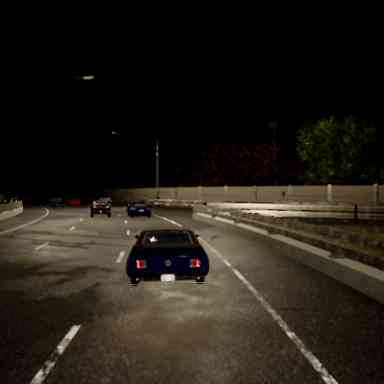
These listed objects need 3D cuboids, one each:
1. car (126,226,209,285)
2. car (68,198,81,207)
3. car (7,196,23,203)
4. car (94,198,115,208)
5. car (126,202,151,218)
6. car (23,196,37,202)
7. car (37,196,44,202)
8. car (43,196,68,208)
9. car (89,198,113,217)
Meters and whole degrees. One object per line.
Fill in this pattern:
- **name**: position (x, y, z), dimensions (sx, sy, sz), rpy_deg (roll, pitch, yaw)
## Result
- **car**: position (-0.723, 1.633, 9.639), dimensions (1.895, 1.301, 4.718), rpy_deg (0, 0, -5)
- **car**: position (-20.342, 1.771, 56.954), dimensions (1.994, 1.385, 4.181), rpy_deg (0, 0, -31)
- **car**: position (-42.404, 1.682, 77.999), dimensions (4.902, 1.511, 2.128), rpy_deg (0, 0, 40)
- **car**: position (-14.011, 1.680, 53.083), dimensions (2.128, 1.511, 4.902), rpy_deg (0, 0, -29)
- **car**: position (-5.247, 1.675, 32.314), dimensions (1.994, 1.385, 4.181), rpy_deg (0, 0, -17)
- **car**: position (-40.072, 1.686, 80.609), dimensions (4.674, 1.442, 1.812), rpy_deg (0, 0, 40)
- **car**: position (-37.312, 1.733, 82.914), dimensions (4.181, 1.385, 1.994), rpy_deg (0, 0, 40)
- **car**: position (-21.168, 1.682, 51.516), dimensions (2.128, 1.511, 4.902), rpy_deg (0, 0, -30)
- **car**: position (-9.120, 1.609, 32.959), dimensions (2.128, 1.511, 4.902), rpy_deg (0, 0, -18)
